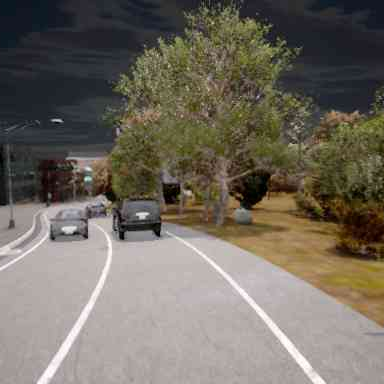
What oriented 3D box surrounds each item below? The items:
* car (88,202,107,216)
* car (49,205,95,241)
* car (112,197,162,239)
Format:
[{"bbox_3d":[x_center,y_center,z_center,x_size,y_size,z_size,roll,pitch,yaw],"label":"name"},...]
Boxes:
[{"bbox_3d":[-10.714,1.893,36.725,2.128,1.511,4.902,-3,0,-25],"label":"car"},{"bbox_3d":[-6.697,1.723,18.399,2.128,1.511,4.902,-2,0,-18],"label":"car"},{"bbox_3d":[-3.188,1.332,18.614,2.150,2.045,5.566,-2,0,-17],"label":"car"}]
